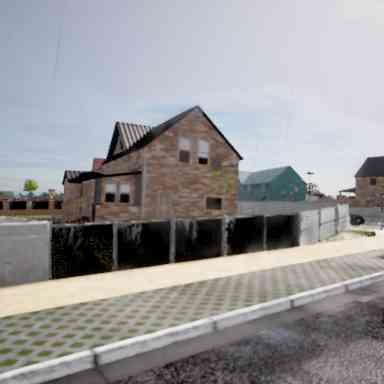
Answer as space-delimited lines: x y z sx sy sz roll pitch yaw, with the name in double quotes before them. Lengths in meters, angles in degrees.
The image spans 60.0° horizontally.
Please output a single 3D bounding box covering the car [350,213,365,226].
"car" 11.382 1.956 26.318 1.994 1.385 4.181 3 -3 -28
